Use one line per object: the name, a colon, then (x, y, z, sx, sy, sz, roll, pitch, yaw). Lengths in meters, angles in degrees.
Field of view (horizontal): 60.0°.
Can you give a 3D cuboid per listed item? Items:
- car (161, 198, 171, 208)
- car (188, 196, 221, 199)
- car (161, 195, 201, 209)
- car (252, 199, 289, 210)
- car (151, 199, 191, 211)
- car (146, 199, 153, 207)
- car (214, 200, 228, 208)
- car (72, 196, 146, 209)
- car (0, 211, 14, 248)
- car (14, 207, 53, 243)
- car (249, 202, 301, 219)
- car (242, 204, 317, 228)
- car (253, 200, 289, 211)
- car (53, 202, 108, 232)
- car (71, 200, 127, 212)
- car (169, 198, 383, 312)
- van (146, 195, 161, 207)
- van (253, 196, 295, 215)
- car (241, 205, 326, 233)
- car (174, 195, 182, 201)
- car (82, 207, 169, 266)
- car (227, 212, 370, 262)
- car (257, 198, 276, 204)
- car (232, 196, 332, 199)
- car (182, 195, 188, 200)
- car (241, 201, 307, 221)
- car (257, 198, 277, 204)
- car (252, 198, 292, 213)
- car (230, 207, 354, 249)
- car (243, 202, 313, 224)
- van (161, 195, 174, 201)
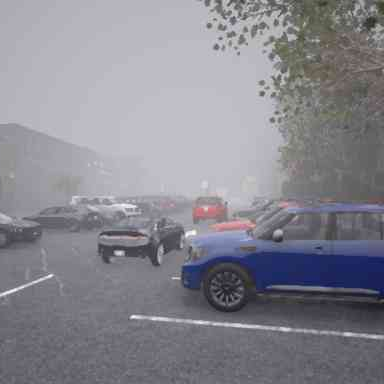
car: (-5.093, 1.623, 33.897, 4.892, 1.521, 2.231, 0, 0, 12)
car: (1.534, 1.368, 26.519, 2.150, 2.045, 5.566, 0, 0, 12)
car: (-1.587, 1.504, 50.348, 5.566, 2.045, 2.435, 0, -1, 12)
car: (11.184, 1.762, 47.637, 5.008, 1.535, 2.097, 0, -1, 12)
car: (-2.769, 1.701, 44.868, 4.892, 1.521, 2.231, 0, 0, 12)
car: (-6.244, 1.586, 28.411, 5.008, 1.535, 2.097, 0, 0, 12)
car: (5.343, 2.087, 60.304, 1.895, 1.301, 4.718, 0, -1, 12)
car: (-6.786, 1.317, 25.661, 5.566, 2.045, 2.435, 0, 0, 12)
car: (-9.509, 1.496, 11.913, 5.366, 1.575, 1.946, 0, 0, 12)
car: (-9.121, 1.508, 14.693, 5.008, 1.535, 2.097, 0, 0, 12)
car: (7.729, 1.670, 31.290, 4.674, 1.452, 2.002, 0, 0, 12)
car: (5.986, 1.607, 23.118, 4.792, 1.488, 2.163, 0, 0, 12)
car: (10.605, 1.774, 44.910, 4.674, 1.452, 2.002, 0, -1, 12)
car: (-7.993, 1.565, 20.186, 4.792, 1.488, 2.163, 0, 0, 12)
car: (-7.395, 1.552, 22.919, 4.892, 1.521, 2.231, 0, 0, 12)
car: (2.583, 1.248, 6.887, 5.566, 2.045, 2.435, 0, 0, 12)
van: (-5.549, 1.378, 31.131, 4.442, 1.987, 1.878, 0, 0, 12)
van: (8.992, 1.439, 36.720, 4.442, 1.987, 1.878, 0, 0, 12)
car: (5.471, 1.589, 20.380, 4.792, 1.488, 2.163, 0, 0, 12)
car: (-3.963, 1.531, 39.391, 4.553, 1.767, 2.185, 0, 0, 12)
car: (-1.558, 1.525, 11.780, 2.128, 1.511, 4.902, 0, 0, 12)
car: (3.751, 1.558, 12.332, 4.674, 1.452, 2.002, 0, 0, 12)
car: (19.563, 2.382, 87.231, 4.892, 1.521, 2.231, 0, -1, 12)
car: (4.844, 1.293, 17.670, 5.566, 2.045, 2.435, 0, 0, 12)
car: (-3.326, 1.427, 42.120, 5.566, 2.045, 2.435, 0, 0, 12)
car: (6.977, 1.609, 28.603, 5.366, 1.575, 1.946, 0, 0, 12)
car: (18.896, 2.329, 84.027, 5.008, 1.535, 2.097, 0, -1, 12)
car: (9.422, 1.560, 39.471, 4.553, 1.767, 2.185, 0, 0, 12)
car: (4.294, 1.531, 14.936, 5.008, 1.535, 2.097, 0, 0, 12)
car: (6.581, 1.595, 25.839, 5.008, 1.535, 2.097, 0, 0, 12)
van: (-4.623, 1.413, 36.665, 4.442, 1.987, 1.878, 0, 0, 12)
